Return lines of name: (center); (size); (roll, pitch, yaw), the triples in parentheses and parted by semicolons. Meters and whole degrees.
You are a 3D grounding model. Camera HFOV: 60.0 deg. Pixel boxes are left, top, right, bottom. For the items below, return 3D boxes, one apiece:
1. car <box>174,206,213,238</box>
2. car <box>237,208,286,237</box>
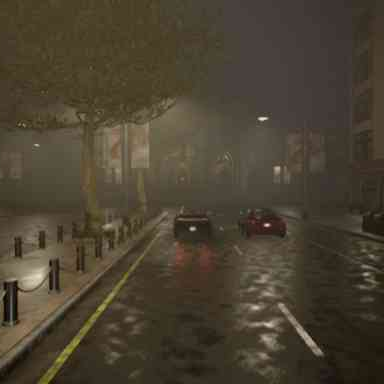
car: (0.067, 1.464, 17.583); (2.128, 1.511, 4.902); (0, 0, 1)
car: (3.570, 1.536, 17.732); (1.994, 1.385, 4.181); (0, 0, 1)
